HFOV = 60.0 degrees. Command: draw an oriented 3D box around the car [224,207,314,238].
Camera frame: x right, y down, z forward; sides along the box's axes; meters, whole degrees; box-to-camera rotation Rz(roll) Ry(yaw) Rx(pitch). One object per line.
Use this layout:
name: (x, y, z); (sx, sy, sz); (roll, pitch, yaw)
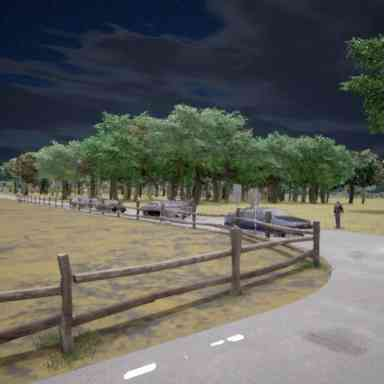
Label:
car: (3.962, 1.521, 17.770); (2.033, 1.411, 5.357); (2, -1, -33)

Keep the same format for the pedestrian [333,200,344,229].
pedestrian: (9.214, 1.381, 20.992); (0.375, 1.860, 0.375); (2, -1, -35)

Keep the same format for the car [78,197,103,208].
car: (-15.506, 1.576, 50.484); (2.033, 1.411, 5.357); (2, -1, -35)

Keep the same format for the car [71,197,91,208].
car: (-14.826, 1.470, 44.567); (1.837, 1.490, 4.892); (2, -1, -35)

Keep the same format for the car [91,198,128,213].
car: (-8.852, 1.518, 36.095); (2.033, 1.411, 5.357); (2, -1, -35)

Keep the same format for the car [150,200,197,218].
car: (-1.859, 1.535, 31.328); (2.128, 1.511, 4.902); (2, -1, -35)

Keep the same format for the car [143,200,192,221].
car: (-2.236, 1.467, 26.785); (2.128, 1.511, 4.902); (2, -1, -35)
